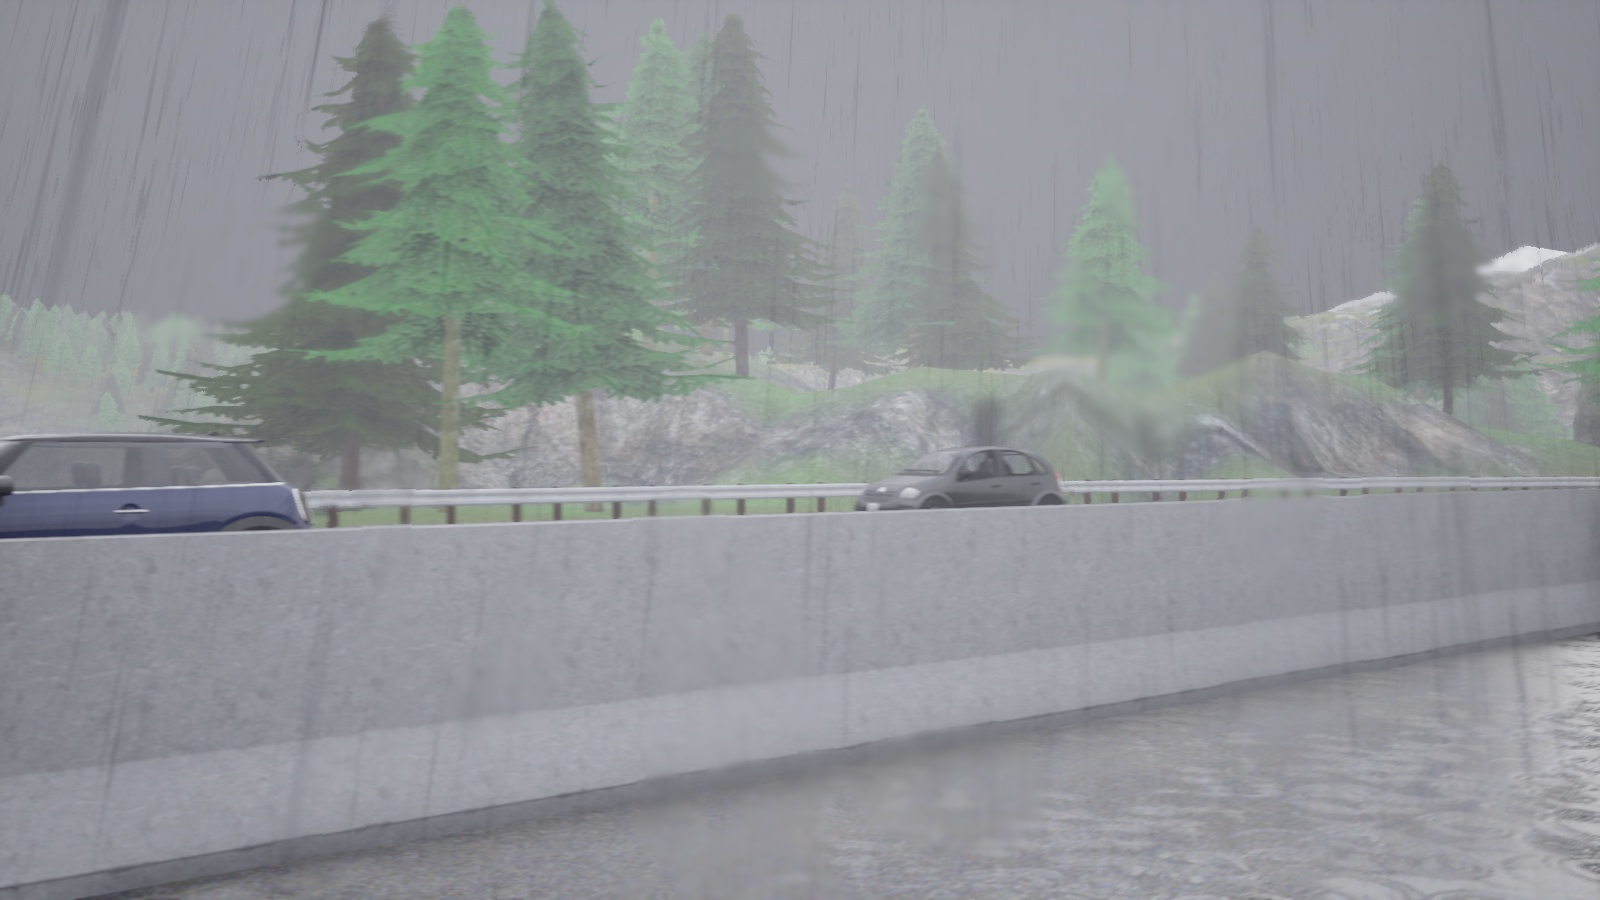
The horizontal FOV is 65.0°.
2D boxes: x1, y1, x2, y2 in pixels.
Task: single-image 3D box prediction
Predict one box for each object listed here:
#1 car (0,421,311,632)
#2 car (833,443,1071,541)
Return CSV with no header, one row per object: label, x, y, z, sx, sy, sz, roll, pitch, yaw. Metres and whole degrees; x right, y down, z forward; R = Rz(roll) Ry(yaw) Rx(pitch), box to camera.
car,-7.119,0.646,11.497,4.553,1.767,2.097,0,0,-35
car,2.766,0.690,22.613,3.988,1.617,1.851,0,0,-33
